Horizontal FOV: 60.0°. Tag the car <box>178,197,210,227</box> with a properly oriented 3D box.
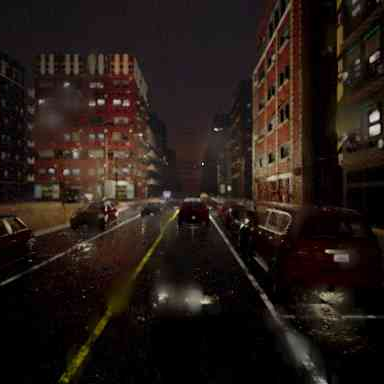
[{"bbox_3d":[0.109,1.299,21.359,1.882,1.535,5.008,0,0,0],"label":"car"}]

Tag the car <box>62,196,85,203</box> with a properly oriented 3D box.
[{"bbox_3d":[-18.687,1.268,53.703,4.313,1.339,1.947,0,0,0],"label":"car"}]

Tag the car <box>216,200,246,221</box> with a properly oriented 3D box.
[{"bbox_3d":[2.849,1.370,25.311,1.802,1.307,4.206,1,0,0],"label":"car"}]

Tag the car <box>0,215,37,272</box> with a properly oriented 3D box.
[{"bbox_3d":[-5.673,1.369,8.382,1.967,1.590,4.097,1,0,0],"label":"car"}]

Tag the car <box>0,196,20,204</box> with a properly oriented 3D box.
[{"bbox_3d":[-30.027,1.344,53.756,4.206,1.307,1.802,0,0,0],"label":"car"}]

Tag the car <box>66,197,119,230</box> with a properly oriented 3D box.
[{"bbox_3d":[-5.668,1.275,19.694,1.967,1.590,4.097,1,0,0],"label":"car"}]

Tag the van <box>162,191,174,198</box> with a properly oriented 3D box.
[{"bbox_3d":[-5.643,0.718,74.603,1.690,1.788,3.998,1,0,0],"label":"van"}]

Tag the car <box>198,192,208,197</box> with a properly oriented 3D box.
[{"bbox_3d":[2.734,0.902,74.732,1.752,1.417,4.829,1,0,0],"label":"car"}]

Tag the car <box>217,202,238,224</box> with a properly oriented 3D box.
[{"bbox_3d":[2.677,1.418,19.655,1.802,1.307,4.206,1,0,0],"label":"car"}]

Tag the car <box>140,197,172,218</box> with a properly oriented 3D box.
[{"bbox_3d":[-3.029,1.370,27.493,1.895,1.301,4.718,0,0,1],"label":"car"}]

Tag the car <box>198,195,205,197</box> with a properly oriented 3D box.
[{"bbox_3d":[0.134,1.313,34.392,1.895,1.301,4.718,0,0,0],"label":"car"}]

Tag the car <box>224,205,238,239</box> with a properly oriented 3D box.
[{"bbox_3d":[2.675,1.449,13.998,1.947,1.339,4.313,1,0,0],"label":"car"}]

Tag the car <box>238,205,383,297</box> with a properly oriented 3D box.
[{"bbox_3d":[2.676,1.245,8.339,2.192,1.841,5.009,1,0,0],"label":"car"}]
